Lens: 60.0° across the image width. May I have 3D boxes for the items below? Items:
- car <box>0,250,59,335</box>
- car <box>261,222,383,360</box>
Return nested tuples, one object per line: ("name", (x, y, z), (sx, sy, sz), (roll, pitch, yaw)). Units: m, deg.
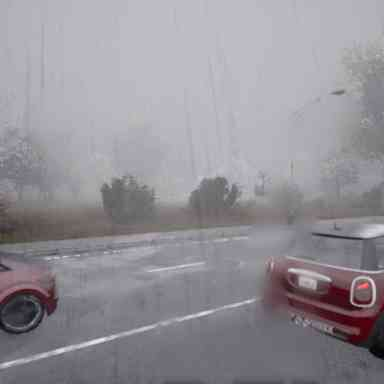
("car", (-4.333, 1.559, 5.164), (4.181, 1.385, 1.994), (0, 0, -35))
("car", (3.446, 1.355, 6.104), (4.553, 1.767, 2.097), (0, 0, -35))
